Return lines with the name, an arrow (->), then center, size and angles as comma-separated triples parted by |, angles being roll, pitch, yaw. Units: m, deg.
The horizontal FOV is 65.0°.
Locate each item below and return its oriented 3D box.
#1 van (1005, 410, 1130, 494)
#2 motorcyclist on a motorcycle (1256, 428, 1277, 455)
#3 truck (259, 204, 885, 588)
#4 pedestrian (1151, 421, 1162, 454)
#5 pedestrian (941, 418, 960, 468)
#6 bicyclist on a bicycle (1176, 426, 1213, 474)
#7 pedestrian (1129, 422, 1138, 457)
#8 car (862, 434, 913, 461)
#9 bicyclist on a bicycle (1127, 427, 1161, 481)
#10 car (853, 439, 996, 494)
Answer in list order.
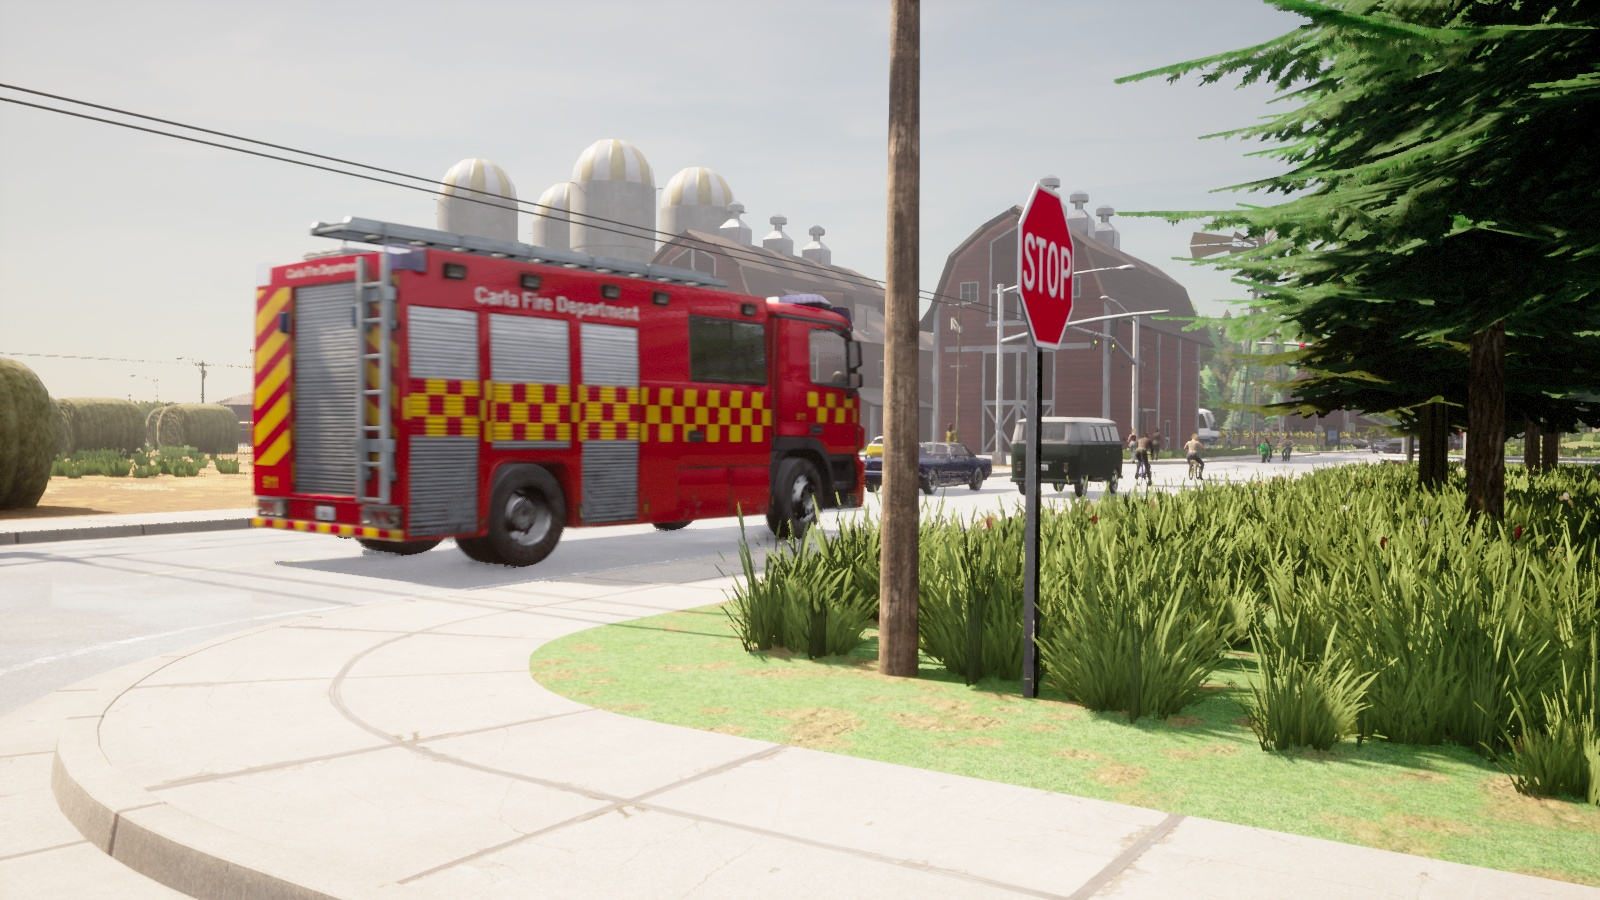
van -> 6.932, 0.016, 32.205 | 1.775, 1.987, 4.442 | 0, 1, 31
motorcyclist on a motorcycle -> 26.969, -0.487, 72.584 | 0.797, 1.523, 2.044 | 0, 1, 31
truck -> -2.419, -0.606, 16.791 | 2.891, 3.827, 8.468 | 0, 1, 37
pedestrian -> 19.389, -0.696, 68.288 | 0.328, 1.805, 0.869 | 0, 1, 33
pedestrian -> 5.570, -0.273, 46.441 | 0.370, 1.835, 0.726 | 0, 1, 37
bicyclist on a bicycle -> 13.684, -0.015, 43.524 | 0.866, 1.612, 1.509 | 0, 1, 31
pedestrian -> 17.373, -0.553, 65.375 | 0.345, 1.836, 0.594 | 0, 1, 28
car -> 4.517, -0.138, 64.968 | 2.207, 1.376, 1.481 | 0, 1, 30
bicyclist on a bicycle -> 10.448, 0.104, 38.093 | 0.582, 1.620, 1.656 | 0, 1, 31
car -> 3.359, 0.385, 33.049 | 1.895, 1.301, 4.718 | 0, 1, 31
